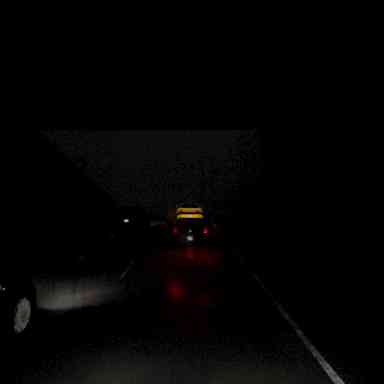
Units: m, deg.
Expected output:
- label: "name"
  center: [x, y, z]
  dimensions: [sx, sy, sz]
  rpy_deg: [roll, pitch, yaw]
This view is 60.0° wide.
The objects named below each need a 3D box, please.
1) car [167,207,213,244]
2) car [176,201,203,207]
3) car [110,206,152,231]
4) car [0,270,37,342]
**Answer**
- label: "car"
  center: [-0.084, 1.582, 15.581]
  dimensions: [1.895, 1.301, 4.718]
  rpy_deg: [0, 0, -1]
- label: "car"
  center: [-0.188, 1.448, 24.924]
  dimensions: [1.882, 1.535, 5.008]
  rpy_deg: [0, 0, -1]
- label: "car"
  center: [-3.635, 1.546, 20.271]
  dimensions: [1.994, 1.385, 4.181]
  rpy_deg: [0, 0, -1]
- label: "car"
  center: [-3.508, 1.506, 3.616]
  dimensions: [1.837, 1.490, 4.892]
  rpy_deg: [0, 0, 0]
